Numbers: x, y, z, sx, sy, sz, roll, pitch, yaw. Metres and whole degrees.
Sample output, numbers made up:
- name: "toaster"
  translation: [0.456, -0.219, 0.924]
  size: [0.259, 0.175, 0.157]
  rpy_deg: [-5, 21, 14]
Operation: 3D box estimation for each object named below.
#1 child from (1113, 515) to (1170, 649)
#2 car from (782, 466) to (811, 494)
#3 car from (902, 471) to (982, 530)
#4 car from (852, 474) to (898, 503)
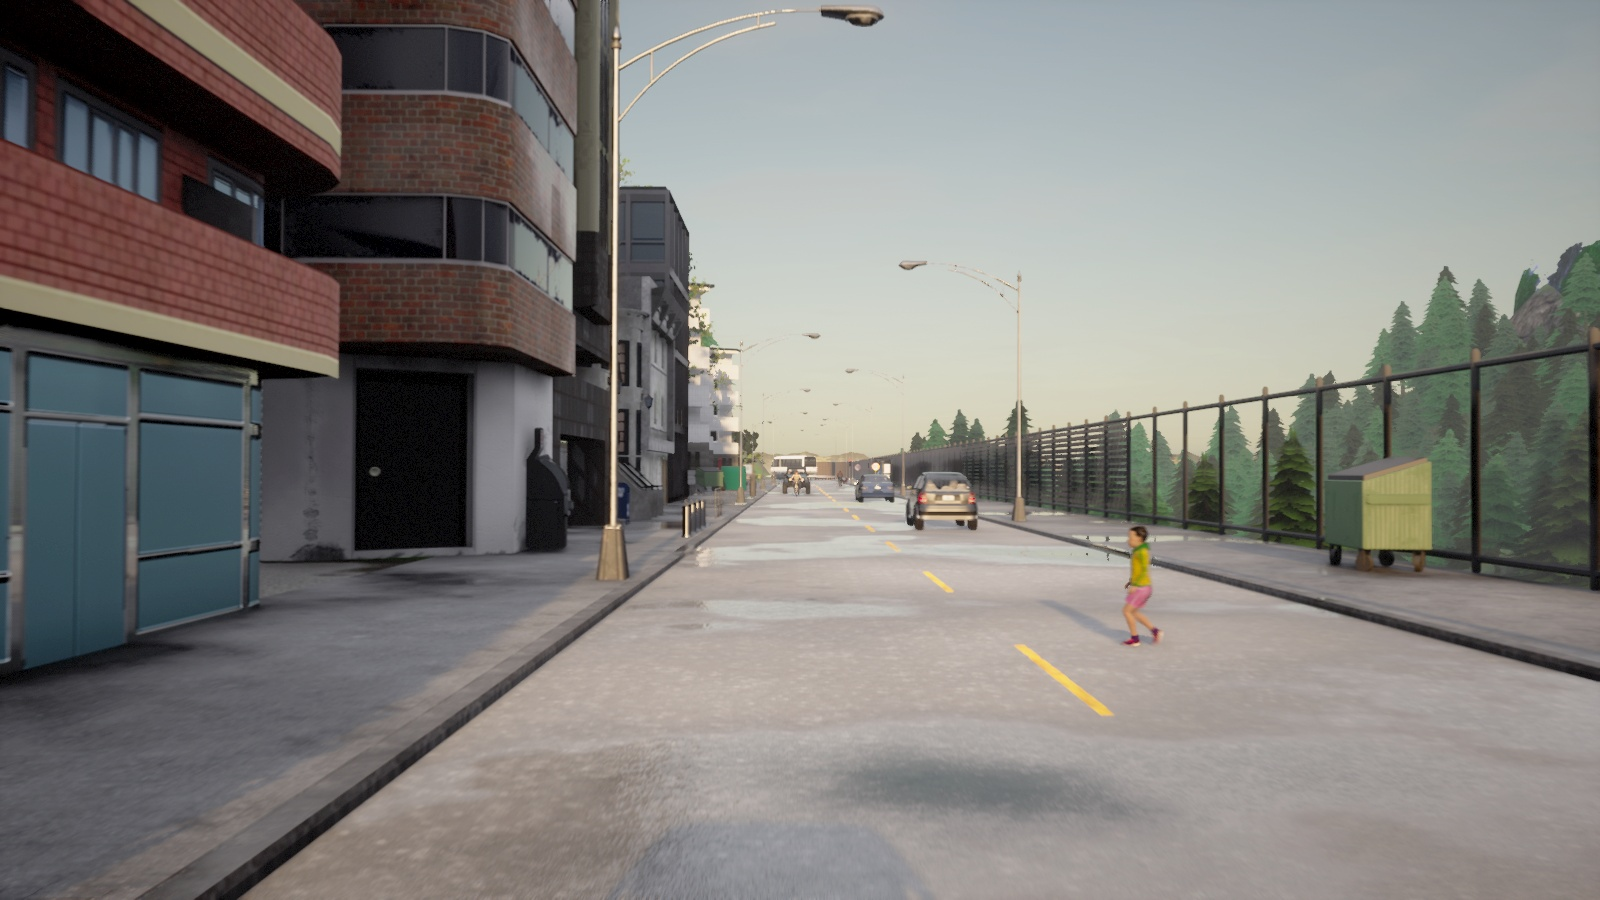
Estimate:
- name: "child"
  translation: [3.069, 1.171, 11.275]
  size: [0.473, 1.160, 0.299]
  rpy_deg: [-1, -1, 18]
- name: "car"
  translation: [-0.220, 2.047, 85.764]
  size: [1.905, 1.878, 3.866]
  rpy_deg: [0, -1, 0]
- name: "car"
  translation: [3.909, 1.365, 35.082]
  size: [1.789, 1.549, 3.705]
  rpy_deg: [0, -1, 0]
- name: "car"
  translation: [3.834, 1.929, 64.645]
  size: [2.033, 1.411, 5.357]
  rpy_deg: [0, -1, 0]
